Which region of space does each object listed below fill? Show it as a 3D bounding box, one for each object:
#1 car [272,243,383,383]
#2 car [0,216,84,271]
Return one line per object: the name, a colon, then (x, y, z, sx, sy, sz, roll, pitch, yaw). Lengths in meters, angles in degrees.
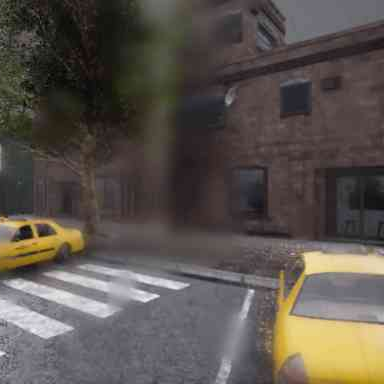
car: (2.134, 1.495, 4.788, 1.946, 1.575, 5.366, 0, -1, 15)
car: (-5.302, 1.512, 9.664, 1.946, 1.575, 5.366, 0, -1, 16)
